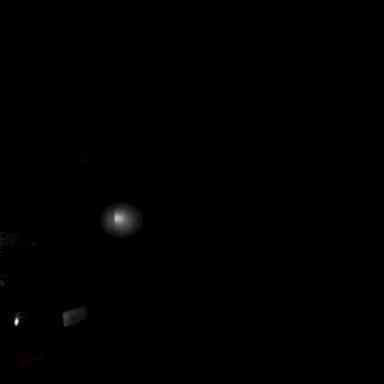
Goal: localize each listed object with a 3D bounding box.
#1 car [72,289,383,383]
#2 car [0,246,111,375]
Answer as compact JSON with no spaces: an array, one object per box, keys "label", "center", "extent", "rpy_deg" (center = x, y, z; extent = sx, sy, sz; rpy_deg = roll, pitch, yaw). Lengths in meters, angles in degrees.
[{"label":"car","center":[1.481,1.545,2.019],"extent":[4.507,1.381,1.887],"rpy_deg":[0,0,36]},{"label":"car","center":[-3.125,1.555,5.307],"extent":[4.313,1.339,1.947],"rpy_deg":[0,0,36]}]
